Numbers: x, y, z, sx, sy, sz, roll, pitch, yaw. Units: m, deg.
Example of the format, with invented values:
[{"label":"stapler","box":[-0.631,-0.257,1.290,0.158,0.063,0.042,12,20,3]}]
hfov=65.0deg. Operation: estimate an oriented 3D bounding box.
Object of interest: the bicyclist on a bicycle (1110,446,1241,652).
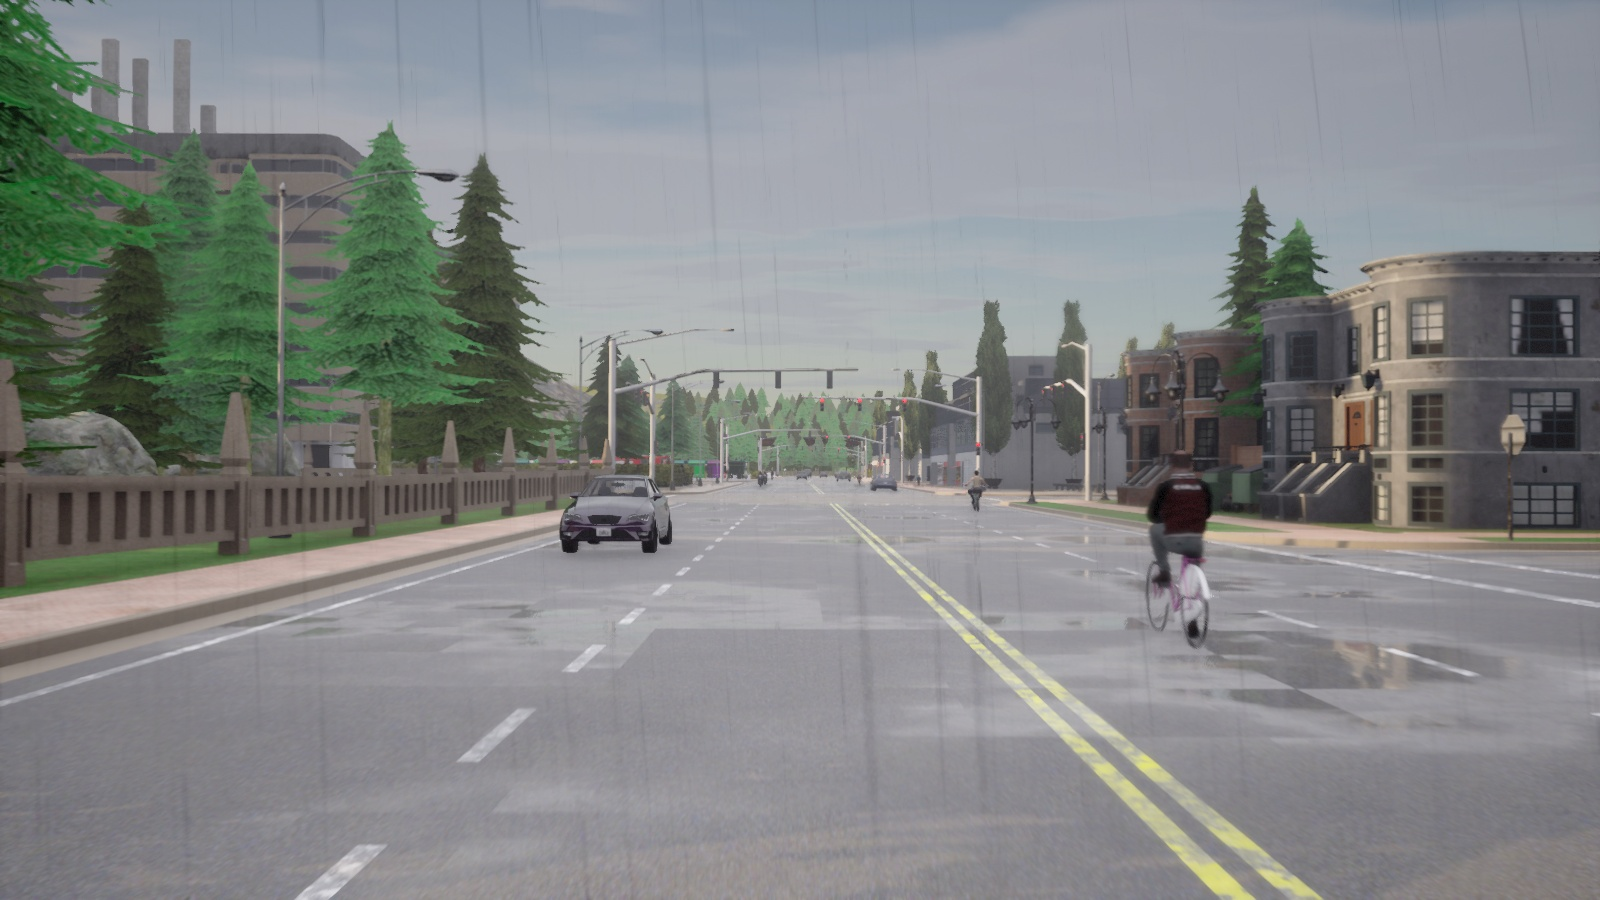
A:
[{"label":"bicyclist on a bicycle","box":[3.471,0.869,11.777,0.659,1.776,1.843,0,-1,0]}]

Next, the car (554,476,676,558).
[{"label":"car","box":[-3.560,1.260,24.891,1.816,1.474,4.193,0,-1,0]}]
